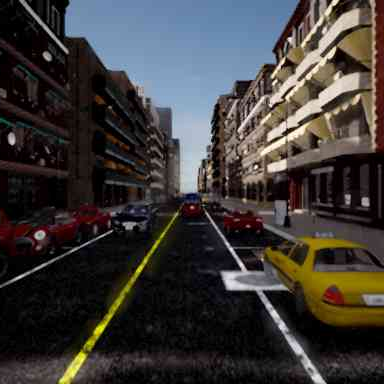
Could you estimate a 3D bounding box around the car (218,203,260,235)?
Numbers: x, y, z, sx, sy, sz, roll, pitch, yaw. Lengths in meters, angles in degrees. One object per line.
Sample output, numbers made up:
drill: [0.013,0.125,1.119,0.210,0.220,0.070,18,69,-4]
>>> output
car: [2.694,1.496,18.183,1.887,1.381,4.507,0,0,0]

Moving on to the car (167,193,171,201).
car: [-5.680,1.380,63.277,2.008,1.369,4.403,0,0,0]

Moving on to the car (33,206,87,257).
car: [-5.687,1.407,12.551,1.967,1.590,4.097,0,0,0]

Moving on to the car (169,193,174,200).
car: [-5.678,1.342,74.550,1.887,1.381,4.507,0,0,0]

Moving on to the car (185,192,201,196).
car: [0.012,1.080,58.850,2.150,2.045,5.566,0,0,0]

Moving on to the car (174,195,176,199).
car: [-5.675,1.081,85.822,2.192,1.841,5.009,0,0,0]

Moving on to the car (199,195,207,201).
car: [2.703,1.363,80.181,1.802,1.307,4.206,0,0,0]

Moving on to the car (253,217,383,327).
car: [2.693,1.506,7.080,1.752,1.417,4.829,0,0,0]

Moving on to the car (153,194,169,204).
car: [-5.680,1.395,57.641,2.008,1.369,4.403,0,0,0]

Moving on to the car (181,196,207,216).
car: [0.041,1.427,31.206,2.163,1.488,4.792,0,0,1]

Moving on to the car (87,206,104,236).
car: [-5.686,1.497,18.188,1.887,1.381,4.507,0,0,0]

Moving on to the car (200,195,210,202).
car: [2.702,1.378,68.908,1.947,1.339,4.313,0,0,0]

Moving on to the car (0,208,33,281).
car: [-5.687,1.297,6.915,2.192,1.841,5.009,0,0,0]

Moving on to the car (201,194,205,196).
car: [2.702,1.353,63.442,1.752,1.417,4.829,0,0,0]

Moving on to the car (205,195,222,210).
car: [2.698,1.442,40.727,2.008,1.369,4.403,0,0,0]

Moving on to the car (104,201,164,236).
car: [-2.998,1.450,18.309,2.128,1.511,4.902,0,0,0]
